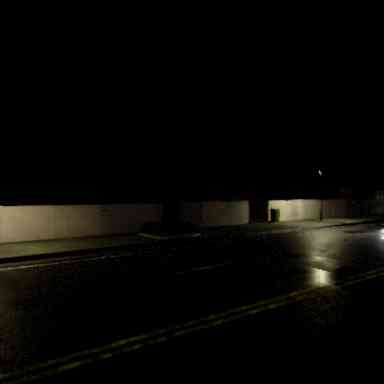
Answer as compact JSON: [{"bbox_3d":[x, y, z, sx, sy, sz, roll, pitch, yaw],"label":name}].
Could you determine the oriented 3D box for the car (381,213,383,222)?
[{"bbox_3d":[14.548,1.589,22.048,4.718,1.301,1.895,0,0,-35],"label":"car"}]
